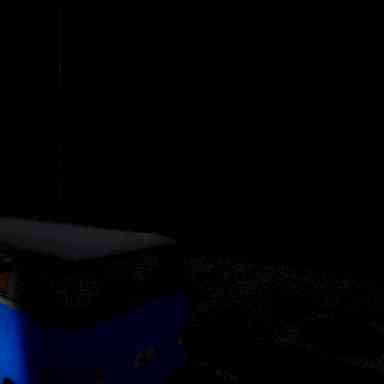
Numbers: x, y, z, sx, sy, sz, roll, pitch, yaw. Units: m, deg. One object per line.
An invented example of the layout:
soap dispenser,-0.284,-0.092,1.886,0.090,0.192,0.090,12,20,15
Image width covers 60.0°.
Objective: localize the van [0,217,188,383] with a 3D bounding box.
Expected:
van,-1.951,1.288,4.201,3.998,1.788,1.690,1,1,36
